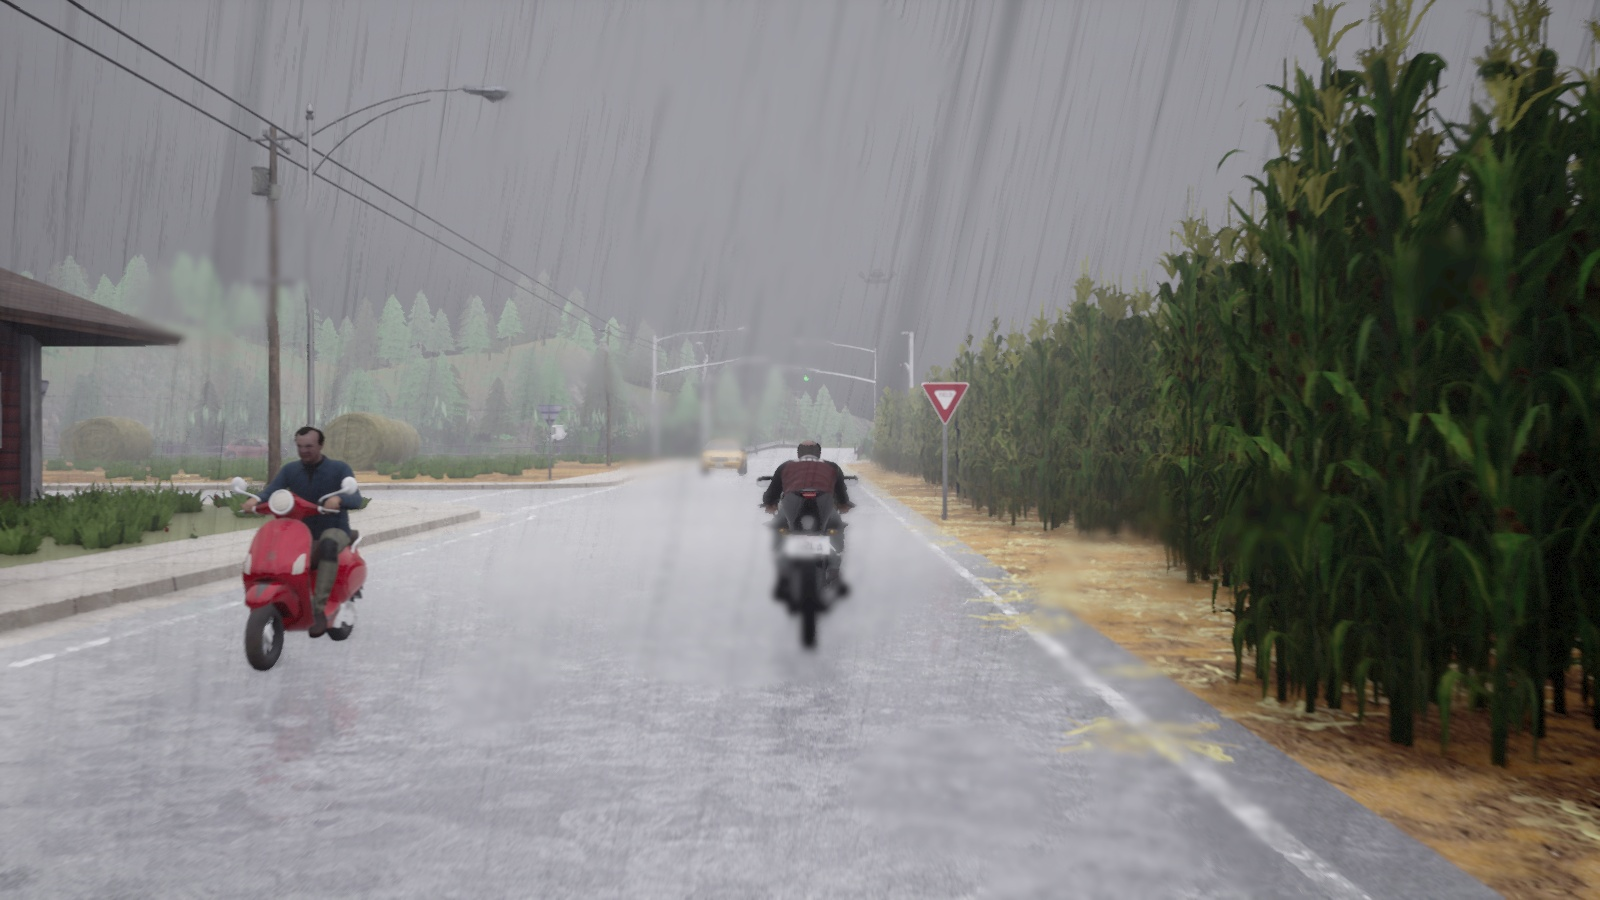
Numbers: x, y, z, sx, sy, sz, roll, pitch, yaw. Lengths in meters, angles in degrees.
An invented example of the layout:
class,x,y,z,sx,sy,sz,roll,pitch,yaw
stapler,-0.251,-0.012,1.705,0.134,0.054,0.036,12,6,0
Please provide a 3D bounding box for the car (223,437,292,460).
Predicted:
class,x,y,z,sx,sy,sz,roll,pitch,yaw
car,-37.996,-0.131,87.996,3.988,1.617,1.851,0,0,3

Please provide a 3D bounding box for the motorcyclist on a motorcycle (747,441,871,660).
class,x,y,z,sx,sy,sz,roll,pitch,yaw
motorcyclist on a motorcycle,0.071,0.701,9.884,0.866,1.530,2.191,0,0,0

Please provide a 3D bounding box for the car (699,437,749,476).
class,x,y,z,sx,sy,sz,roll,pitch,yaw
car,-3.182,0.250,53.573,1.801,1.575,5.366,0,0,0

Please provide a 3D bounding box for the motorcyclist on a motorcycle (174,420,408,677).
class,x,y,z,sx,sy,sz,roll,pitch,yaw
motorcyclist on a motorcycle,-3.436,0.625,8.687,0.866,1.590,1.817,0,-1,0
